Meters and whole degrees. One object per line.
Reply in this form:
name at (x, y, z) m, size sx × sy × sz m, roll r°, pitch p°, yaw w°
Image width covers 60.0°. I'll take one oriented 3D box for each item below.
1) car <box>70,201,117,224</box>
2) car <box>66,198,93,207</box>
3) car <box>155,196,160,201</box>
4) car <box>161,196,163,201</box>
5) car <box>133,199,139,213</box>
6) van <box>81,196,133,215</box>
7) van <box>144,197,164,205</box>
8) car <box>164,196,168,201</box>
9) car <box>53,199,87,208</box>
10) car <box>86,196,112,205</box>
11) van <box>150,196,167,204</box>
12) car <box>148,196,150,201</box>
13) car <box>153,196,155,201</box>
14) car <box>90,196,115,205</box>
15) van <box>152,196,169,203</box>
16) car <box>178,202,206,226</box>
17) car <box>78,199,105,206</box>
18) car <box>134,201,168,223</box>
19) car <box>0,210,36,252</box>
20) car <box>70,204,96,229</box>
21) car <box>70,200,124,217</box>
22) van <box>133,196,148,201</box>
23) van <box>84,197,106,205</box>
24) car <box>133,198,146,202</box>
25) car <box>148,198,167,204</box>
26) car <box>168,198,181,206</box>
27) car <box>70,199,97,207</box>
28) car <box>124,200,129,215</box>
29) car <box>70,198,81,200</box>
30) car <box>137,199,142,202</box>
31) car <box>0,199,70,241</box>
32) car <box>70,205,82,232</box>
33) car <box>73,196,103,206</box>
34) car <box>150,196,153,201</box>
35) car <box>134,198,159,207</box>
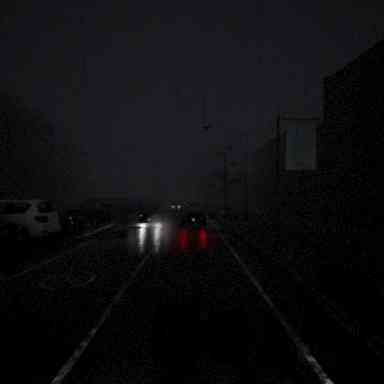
car at (-8.874, 1.697, 26.301) m, size 5.008 × 1.535 × 2.097 m, roll 0°, pitch -1°, yaw 0°
car at (-22.050, 2.020, 65.068) m, size 4.553 × 1.767 × 2.185 m, roll 0°, pitch -1°, yaw 0°
car at (-8.899, 1.801, 57.135) m, size 5.566 × 2.045 × 2.435 m, roll 0°, pitch -1°, yaw 0°
car at (-8.938, 2.184, 68.344) m, size 4.892 × 1.521 × 2.231 m, roll 0°, pitch -1°, yaw 0°
car at (-8.868, 1.855, 37.510) m, size 4.792 × 1.488 × 2.163 m, roll 0°, pitch -1°, yaw 0°
van at (-8.776, 1.567, 34.710) m, size 4.442 × 1.987 × 1.878 m, roll 0°, pitch -1°, yaw 0°
van at (-9.079, 2.086, 79.558) m, size 4.442 × 1.987 × 1.878 m, roll 0°, pitch -1°, yaw 0°
car at (-8.930, 2.029, 76.758) m, size 5.566 × 2.045 × 2.435 m, roll 0°, pitch -1°, yaw 0°
car at (-21.826, 2.078, 59.517) m, size 5.366 × 1.575 × 1.946 m, roll 0°, pitch -1°, yaw 0°
car at (-22.069, 2.055, 78.948) m, size 5.566 × 2.045 × 2.435 m, roll 0°, pitch -1°, yaw 0°
van at (-9.096, 2.175, 90.778) m, size 4.442 × 1.987 × 1.878 m, roll 0°, pitch 0°, yaw 0°
car at (-8.946, 1.830, 48.724) m, size 4.553 × 1.767 × 2.185 m, roll 0°, pitch -1°, yaw 0°
car at (-8.892, 1.895, 54.331) m, size 4.553 × 1.767 × 2.185 m, roll 0°, pitch -1°, yaw 0°
car at (-22.017, 2.082, 81.725) m, size 5.566 × 2.045 × 2.435 m, roll 0°, pitch -1°, yaw 0°
van at (-8.867, 2.191, 93.580) m, size 4.442 × 1.987 × 1.878 m, roll 0°, pitch 0°, yaw 0°
car at (0.097, 1.743, 25.279) m, size 1.812 × 1.442 × 4.674 m, roll 0°, pitch 0°, yaw 0°
car at (-22.218, 2.239, 73.395) m, size 5.366 × 1.575 × 1.946 m, roll 0°, pitch -1°, yaw 0°
car at (-3.355, 1.802, 28.696) m, size 2.033 × 1.411 × 5.357 m, roll 0°, pitch -1°, yaw 0°
car at (-8.852, 1.568, 12.285) m, size 5.008 × 1.535 × 2.097 m, roll 0°, pitch 0°, yaw 0°
car at (-8.842, 1.670, 20.694) m, size 4.792 × 1.488 × 2.163 m, roll 0°, pitch -1°, yaw 0°
car at (-9.069, 1.725, 29.101) m, size 5.366 × 1.575 × 1.946 m, roll 0°, pitch -1°, yaw 0°
van at (-8.793, 1.697, 45.923) m, size 4.442 × 1.987 × 1.878 m, roll 0°, pitch -1°, yaw 0°
van at (-22.153, 2.048, 76.172) m, size 4.442 × 1.987 × 1.878 m, roll 0°, pitch -1°, yaw 0°
car at (-8.900, 1.890, 43.117) m, size 5.008 × 1.535 × 2.097 m, roll 0°, pitch -1°, yaw 0°
car at (-9.004, 2.415, 87.974) m, size 4.792 × 1.488 × 2.163 m, roll 0°, pitch 0°, yaw 0°
car at (-3.263, 2.246, 70.103) m, size 2.033 × 1.411 × 5.357 m, roll 0°, pitch -1°, yaw 0°
car at (-21.995, 2.207, 67.844) m, size 4.792 × 1.488 × 2.163 m, roll 0°, pitch -1°, yaw 0°
car at (-8.917, 1.790, 31.904) m, size 4.792 × 1.488 × 2.163 m, roll 0°, pitch -1°, yaw 0°
car at (-22.012, 2.050, 56.740) m, size 4.892 × 1.521 × 2.231 m, roll 0°, pitch -1°, yaw 0°
car at (-8.872, 1.887, 40.313) m, size 4.792 × 1.488 × 2.163 m, roll 0°, pitch -1°, yaw 0°
car at (-8.891, 1.341, 15.091) m, size 5.566 × 2.045 × 2.435 m, roll 0°, pitch 0°, yaw 0°
car at (-8.862, 1.616, 17.896) m, size 4.892 × 1.521 × 2.231 m, roll 0°, pitch 0°, yaw 0°
car at (-22.057, 1.959, 70.622) m, size 5.566 × 2.045 × 2.435 m, roll 0°, pitch -1°, yaw 0°
car at (-8.887, 1.862, 51.527) m, size 4.553 × 1.767 × 2.185 m, roll 0°, pitch -1°, yaw 0°
car at (-8.972, 2.024, 65.543) m, size 4.553 × 1.767 × 2.185 m, roll 0°, pitch -1°, yaw 0°
